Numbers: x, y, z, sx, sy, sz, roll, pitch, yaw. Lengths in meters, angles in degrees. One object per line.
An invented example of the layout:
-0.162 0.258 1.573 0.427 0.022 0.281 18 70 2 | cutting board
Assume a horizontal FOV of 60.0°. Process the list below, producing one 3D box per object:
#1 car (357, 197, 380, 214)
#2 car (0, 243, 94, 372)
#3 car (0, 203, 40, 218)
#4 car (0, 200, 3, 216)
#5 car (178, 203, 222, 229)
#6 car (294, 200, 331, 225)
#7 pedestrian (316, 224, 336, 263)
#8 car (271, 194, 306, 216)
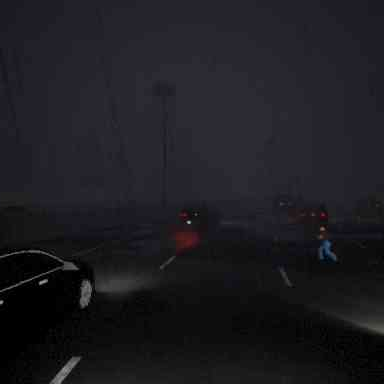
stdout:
18.722 1.352 35.270 2.097 1.767 4.553 0 0 28 | car
-2.995 1.506 4.773 1.837 1.490 4.892 0 0 4 | car
-11.216 1.477 19.578 1.882 1.535 5.008 0 0 16 | car
-19.263 1.477 28.887 1.882 1.535 5.008 0 0 20 | car
0.595 1.505 21.750 1.837 1.490 4.892 0 0 18 | car
8.900 1.547 23.961 2.033 1.411 5.357 0 0 23 | car
4.257 1.574 10.577 0.375 1.300 0.375 0 0 11 | pedestrian
9.430 1.221 32.797 2.150 2.045 5.566 0 0 28 | car
